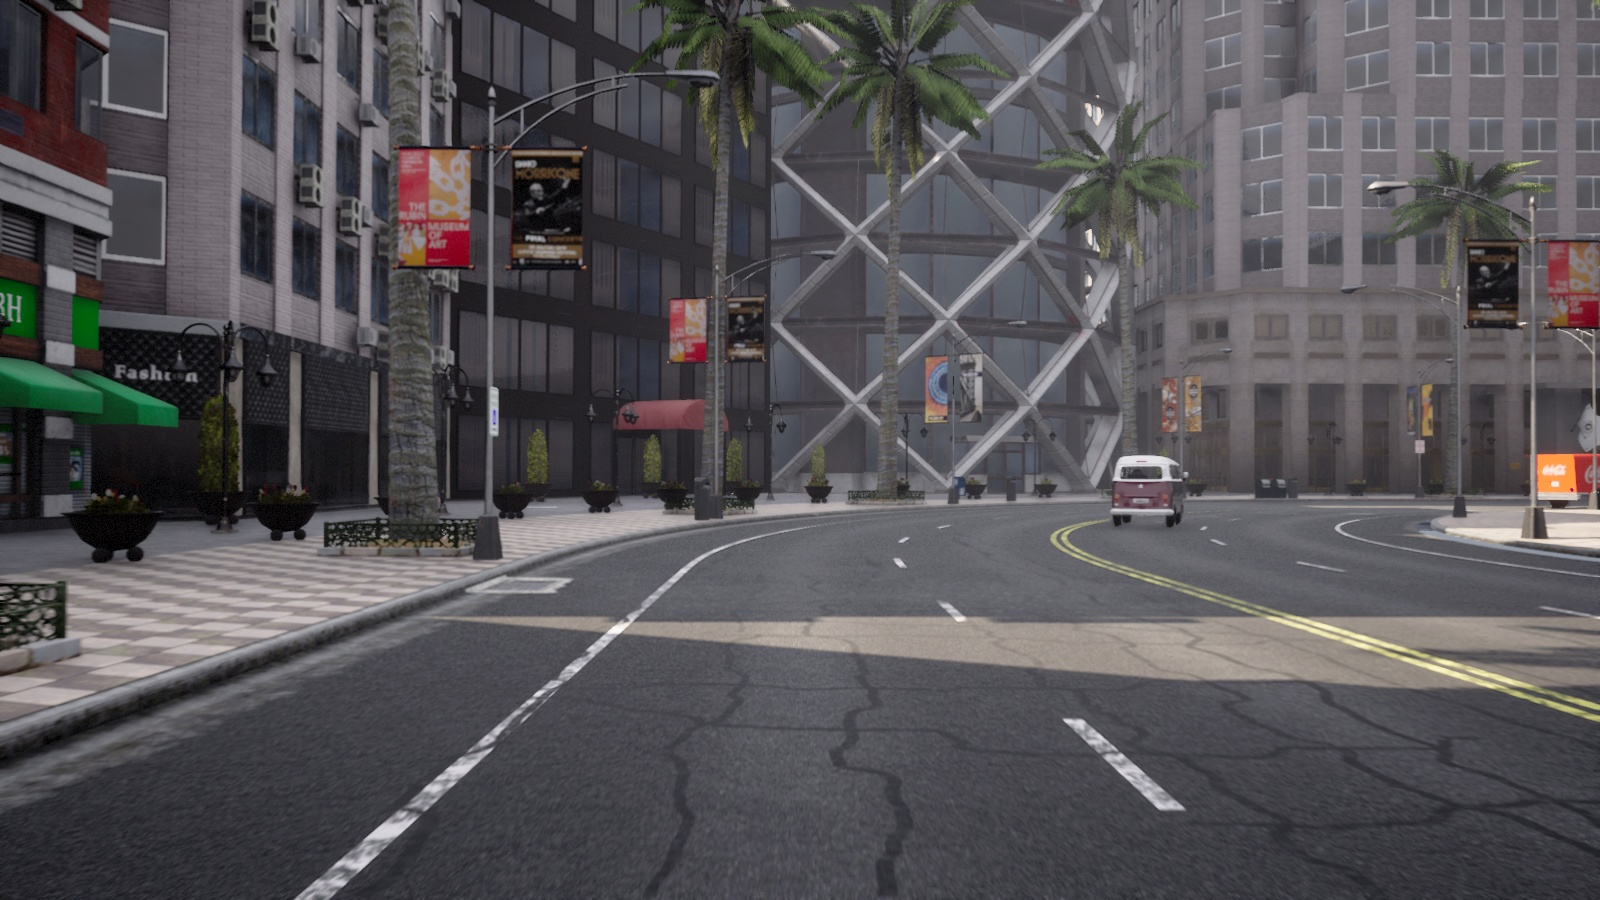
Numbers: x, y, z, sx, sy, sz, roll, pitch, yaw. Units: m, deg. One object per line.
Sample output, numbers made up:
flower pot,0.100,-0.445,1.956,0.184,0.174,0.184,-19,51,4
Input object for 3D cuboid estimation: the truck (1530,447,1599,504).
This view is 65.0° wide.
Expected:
truck,35.983,1.128,56.382,5.204,2.467,2.627,0,-1,-15

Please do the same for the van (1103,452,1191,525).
van,10.473,1.127,37.707,2.069,2.038,4.480,-1,-1,21
